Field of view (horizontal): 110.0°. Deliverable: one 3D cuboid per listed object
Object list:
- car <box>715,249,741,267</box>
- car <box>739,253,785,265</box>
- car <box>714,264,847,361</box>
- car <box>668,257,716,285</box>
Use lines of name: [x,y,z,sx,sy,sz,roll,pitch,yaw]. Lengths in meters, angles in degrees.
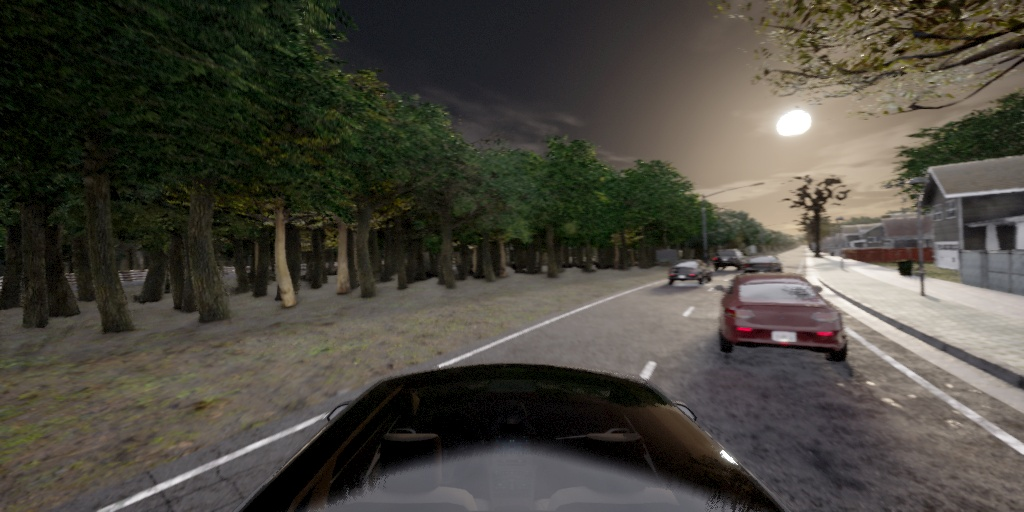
car: [21.318,0.377,35.027,2.150,2.045,5.566,-3,-1,40]
car: [15.774,0.694,22.441,1.882,1.535,5.008,-3,-1,38]
car: [5.482,1.071,7.673,1.812,1.442,4.674,-3,0,31]
car: [10.774,0.923,21.694,1.812,1.442,4.674,-3,0,37]
